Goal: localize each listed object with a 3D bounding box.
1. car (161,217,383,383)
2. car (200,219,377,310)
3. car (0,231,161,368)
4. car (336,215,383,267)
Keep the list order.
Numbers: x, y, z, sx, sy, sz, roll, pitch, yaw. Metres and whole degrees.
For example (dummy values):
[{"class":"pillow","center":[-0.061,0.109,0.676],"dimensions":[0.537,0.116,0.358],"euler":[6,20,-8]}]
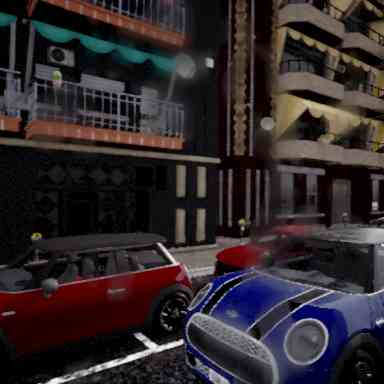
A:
[{"class":"car","center":[2.100,1.356,4.760],"dimensions":[4.553,1.767,2.097],"euler":[0,0,-36]},{"class":"car","center":[2.589,1.552,8.402],"dimensions":[4.507,1.381,1.887],"euler":[0,1,-36]},{"class":"car","center":[-2.008,1.443,5.112],"dimensions":[4.097,1.590,1.967],"euler":[0,1,-36]},{"class":"car","center":[7.185,1.578,11.689],"dimensions":[4.313,1.339,1.947],"euler":[0,1,-36]}]
